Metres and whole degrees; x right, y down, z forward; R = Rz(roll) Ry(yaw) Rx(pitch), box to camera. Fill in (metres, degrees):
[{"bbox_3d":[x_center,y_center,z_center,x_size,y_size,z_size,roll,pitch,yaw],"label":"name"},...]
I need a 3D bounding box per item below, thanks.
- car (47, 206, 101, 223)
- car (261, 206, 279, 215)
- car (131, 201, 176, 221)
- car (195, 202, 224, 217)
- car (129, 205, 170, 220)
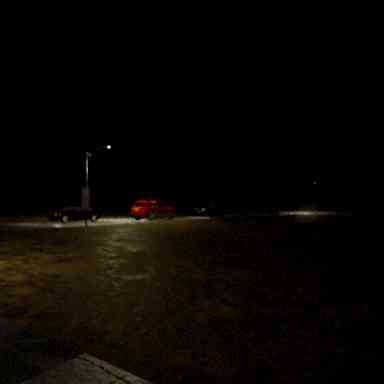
[{"bbox_3d":[-10.770,1.988,30.631,1.882,1.535,5.008,0,-2,35],"label":"car"},{"bbox_3d":[14.508,3.320,61.770,2.097,1.767,4.553,0,-2,35],"label":"car"},{"bbox_3d":[-3.975,1.989,35.170,2.150,2.045,5.566,0,-2,35],"label":"car"},{"bbox_3d":[2.709,2.584,49.866,2.150,2.045,5.566,0,-2,35],"label":"car"},{"bbox_3d":[-4.858,2.357,39.074,1.882,1.535,5.008,0,-2,35],"label":"car"}]
